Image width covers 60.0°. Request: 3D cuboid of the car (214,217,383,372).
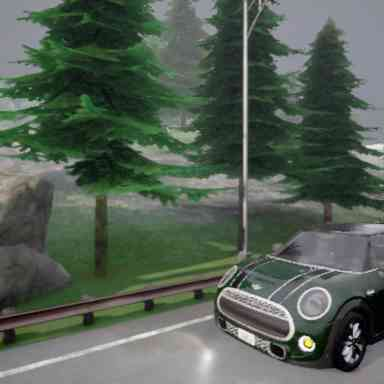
[{"bbox_3d":[2.571,1.368,5.802,4.553,1.767,2.097,0,0,-35],"label":"car"}]
